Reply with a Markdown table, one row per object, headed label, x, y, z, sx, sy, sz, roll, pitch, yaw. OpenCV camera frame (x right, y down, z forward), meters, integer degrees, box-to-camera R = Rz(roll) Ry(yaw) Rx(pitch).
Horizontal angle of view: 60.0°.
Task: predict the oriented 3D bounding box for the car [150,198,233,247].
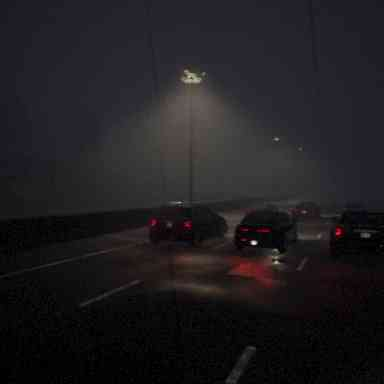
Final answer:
| label | x | y | z | sx | sy | sz | roll | pitch | yaw |
| --- | --- | --- | --- | --- | --- | --- | --- | --- | --- |
| car | 0.008 | 1.345 | 15.297 | 2.097 | 1.767 | 4.553 | 0 | 0 | 25 |

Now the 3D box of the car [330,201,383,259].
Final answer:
| label | x | y | z | sx | sy | sz | roll | pitch | yaw |
| --- | --- | --- | --- | --- | --- | --- | --- | --- | --- |
| car | 6.356 | 1.373 | 12.347 | 2.097 | 1.767 | 4.553 | 0 | 0 | 25 |

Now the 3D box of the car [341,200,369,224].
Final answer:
| label | x | y | z | sx | sy | sz | roll | pitch | yaw |
| --- | --- | --- | --- | --- | --- | --- | --- | --- | --- |
| car | 12.708 | 1.457 | 26.013 | 1.837 | 1.490 | 4.892 | 0 | 1 | 25 |

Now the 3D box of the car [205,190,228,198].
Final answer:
| label | x | y | z | sx | sy | sz | roll | pitch | yaw |
| --- | --- | --- | --- | --- | --- | --- | --- | --- | --- |
| car | 4.846 | 0.754 | 59.155 | 2.150 | 2.045 | 5.566 | 0 | 1 | 25 |

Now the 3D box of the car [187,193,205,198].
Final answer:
| label | x | y | z | sx | sy | sz | roll | pitch | yaw |
| --- | --- | --- | --- | --- | --- | --- | --- | --- | --- |
| car | 1.659 | 1.012 | 60.591 | 2.128 | 1.511 | 4.902 | 0 | 1 | 25 |

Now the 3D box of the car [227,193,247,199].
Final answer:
| label | x | y | z | sx | sy | sz | roll | pitch | yaw |
| --- | --- | --- | --- | --- | --- | --- | --- | --- | --- |
| car | 8.147 | 1.107 | 57.972 | 1.994 | 1.385 | 4.181 | 0 | 1 | 25 |

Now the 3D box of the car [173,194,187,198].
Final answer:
| label | x | y | z | sx | sy | sz | roll | pitch | yaw |
| --- | --- | --- | --- | --- | --- | --- | --- | --- | --- |
| car | -1.745 | 1.065 | 61.547 | 2.033 | 1.411 | 5.357 | 0 | 1 | 26 |

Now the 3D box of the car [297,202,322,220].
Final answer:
| label | x | y | z | sx | sy | sz | roll | pitch | yaw |
| --- | --- | --- | --- | --- | --- | --- | --- | --- | --- |
| car | 9.556 | 1.501 | 27.534 | 1.994 | 1.385 | 4.181 | 0 | 1 | 25 |

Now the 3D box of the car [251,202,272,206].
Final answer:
| label | x | y | z | sx | sy | sz | roll | pitch | yaw |
| --- | --- | --- | --- | --- | --- | --- | --- | --- | --- |
| car | 6.082 | 1.528 | 28.381 | 1.895 | 1.301 | 4.718 | 0 | 1 | 25 |

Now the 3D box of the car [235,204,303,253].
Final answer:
| label | x | y | z | sx | sy | sz | roll | pitch | yaw |
| --- | --- | --- | --- | --- | --- | --- | --- | --- | --- |
| car | 3.232 | 1.514 | 13.929 | 1.837 | 1.490 | 4.892 | 0 | 1 | 25 |
